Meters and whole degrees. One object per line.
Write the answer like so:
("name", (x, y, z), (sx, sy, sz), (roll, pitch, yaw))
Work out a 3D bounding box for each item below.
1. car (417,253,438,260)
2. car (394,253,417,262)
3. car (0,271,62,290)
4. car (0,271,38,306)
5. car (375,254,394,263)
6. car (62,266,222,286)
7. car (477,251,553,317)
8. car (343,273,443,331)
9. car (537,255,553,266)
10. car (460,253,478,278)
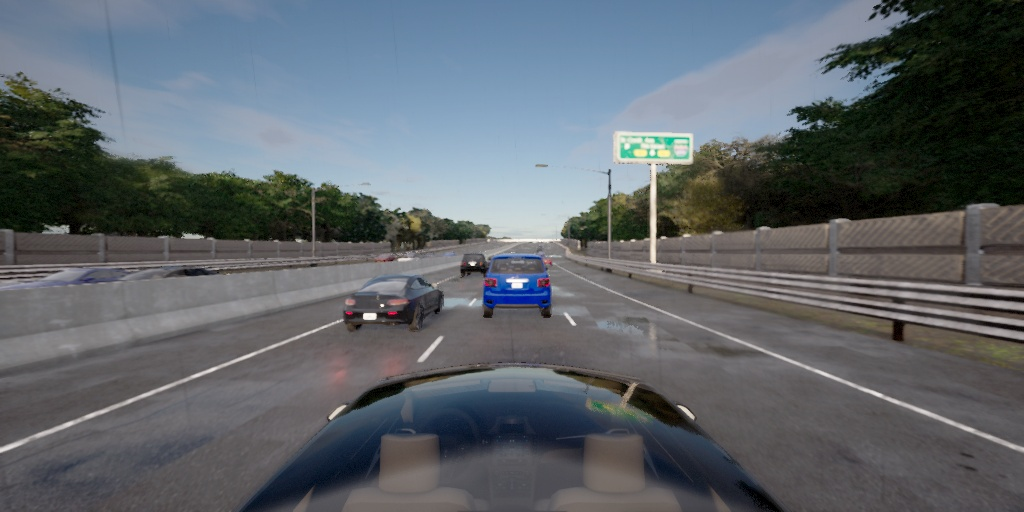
("car", (-12.741, 0.600, 55.665), (1.895, 1.301, 4.718), (0, 2, 3))
("car", (-16.215, 0.587, 56.227), (1.895, 1.301, 4.718), (0, 2, 3))
("car", (-17.498, 1.215, 14.645), (1.812, 1.442, 4.674), (0, 0, 1))
("car", (-21.022, 1.302, 12.805), (1.895, 1.301, 4.718), (0, 0, 1))
("car", (-19.718, 0.466, 56.198), (1.882, 1.535, 5.008), (0, 2, 3))
("car", (-14.000, 1.197, 14.408), (1.837, 1.490, 4.892), (0, 0, 1))
("car", (0.182, 0.928, 13.117), (2.150, 2.045, 5.566), (0, 0, 1))
("car", (-3.340, 1.245, 10.768), (1.812, 1.442, 4.674), (0, 0, 0))
("car", (4.550, 0.575, 49.714), (1.994, 1.385, 4.181), (0, 1, 2))
("car", (-2.996, 0.722, 30.501), (2.150, 2.045, 5.566), (0, 1, 1))
